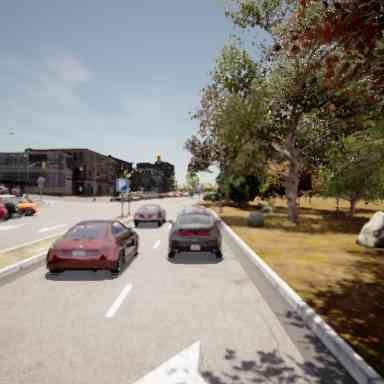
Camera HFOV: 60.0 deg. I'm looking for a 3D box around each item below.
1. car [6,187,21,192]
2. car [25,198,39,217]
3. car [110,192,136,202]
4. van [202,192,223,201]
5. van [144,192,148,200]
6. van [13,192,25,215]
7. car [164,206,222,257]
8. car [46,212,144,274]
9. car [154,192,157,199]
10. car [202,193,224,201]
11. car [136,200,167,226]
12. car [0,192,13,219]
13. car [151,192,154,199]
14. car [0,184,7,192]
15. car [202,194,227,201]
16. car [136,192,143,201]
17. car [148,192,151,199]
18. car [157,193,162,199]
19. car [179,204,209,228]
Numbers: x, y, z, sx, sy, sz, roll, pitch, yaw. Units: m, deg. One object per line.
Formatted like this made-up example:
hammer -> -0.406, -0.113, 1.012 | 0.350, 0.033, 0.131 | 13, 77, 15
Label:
car -> -31.162, 0.071, 59.160 | 2.002, 1.452, 4.674 | 6, -3, -19
car -> -16.625, 1.370, 30.487 | 4.553, 1.767, 2.185 | -1, 0, -19
car -> -14.441, 1.280, 68.293 | 4.792, 1.488, 2.163 | -1, 0, -15
van -> 4.286, 0.959, 70.886 | 4.442, 1.987, 1.878 | 1, 0, -14
van -> -13.237, 1.004, 77.277 | 4.442, 1.987, 1.878 | -1, 0, -14
van -> -16.601, 1.266, 27.509 | 4.442, 1.987, 1.878 | -1, 0, -19
car -> 0.108, 1.499, 12.888 | 1.837, 1.490, 4.892 | 0, 0, 0
car -> -2.897, 1.555, 10.527 | 1.994, 1.385, 4.181 | 0, 0, 0
car -> -12.264, 1.259, 86.245 | 4.674, 1.452, 2.002 | -1, 0, -13
car -> 4.670, 1.055, 73.856 | 4.553, 1.767, 2.185 | 1, 0, -14
car -> -2.843, 1.545, 23.140 | 2.033, 1.411, 5.357 | 0, 0, 1
car -> -16.717, 1.240, 24.472 | 5.566, 2.045, 2.435 | -1, 0, -20
car -> -12.636, 1.263, 83.243 | 4.674, 1.452, 2.002 | -1, 0, -13
car -> -34.157, -0.491, 59.220 | 2.435, 2.045, 5.566 | 6, -3, -19
car -> 5.206, 1.173, 76.850 | 5.366, 1.575, 1.946 | 1, 0, -13
car -> -13.796, 1.233, 71.285 | 5.366, 1.575, 1.946 | -1, 0, -15
car -> -13.009, 1.229, 80.248 | 4.892, 1.521, 2.231 | -1, 0, -14
car -> -11.449, 1.251, 92.227 | 4.674, 1.452, 2.002 | -1, 0, -12
car -> 0.160, 1.598, 23.235 | 1.895, 1.301, 4.718 | 0, 0, 1
